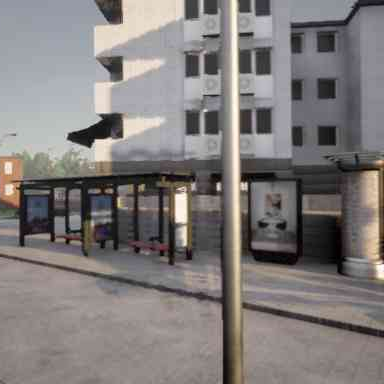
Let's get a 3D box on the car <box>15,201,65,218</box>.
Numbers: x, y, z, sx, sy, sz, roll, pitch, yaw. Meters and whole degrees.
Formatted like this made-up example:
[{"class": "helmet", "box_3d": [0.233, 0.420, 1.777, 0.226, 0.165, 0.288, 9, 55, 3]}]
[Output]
[{"class": "car", "box_3d": [-14.922, 1.695, 32.789, 2.097, 1.767, 4.553, -1, 0, 36]}]
